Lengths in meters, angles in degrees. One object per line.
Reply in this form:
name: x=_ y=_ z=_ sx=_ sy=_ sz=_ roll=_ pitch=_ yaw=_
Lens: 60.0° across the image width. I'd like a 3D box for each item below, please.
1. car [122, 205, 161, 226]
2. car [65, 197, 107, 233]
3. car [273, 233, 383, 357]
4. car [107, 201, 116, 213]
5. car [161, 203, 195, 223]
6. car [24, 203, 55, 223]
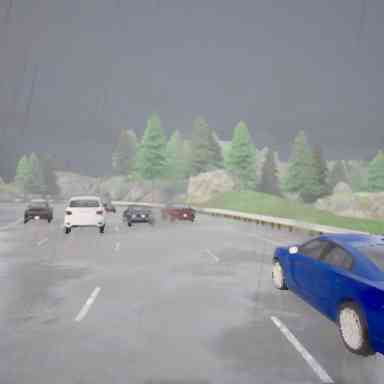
car: x=-4.002 y=1.660 z=24.404 sx=2.033 sy=1.411 sz=5.357 roll=0 pitch=0 yaw=-17
car: x=-6.513 y=1.319 z=20.567 sx=2.150 sy=2.045 sz=5.566 roll=0 pitch=0 yaw=-15
car: x=3.042 y=1.503 z=6.165 sx=1.882 sy=1.535 sz=5.008 roll=0 pitch=0 yaw=-5
car: x=-10.485 y=1.750 z=39.506 sx=1.994 sy=1.385 sz=4.181 roll=0 pitch=0 yaw=-28
car: x=-1.269 y=1.600 z=27.006 sx=1.882 sy=1.535 sz=5.008 roll=0 pitch=0 yaw=-18
car: x=-12.230 y=1.634 z=26.648 sx=1.837 sy=1.490 sz=4.892 roll=0 pitch=0 yaw=-21
